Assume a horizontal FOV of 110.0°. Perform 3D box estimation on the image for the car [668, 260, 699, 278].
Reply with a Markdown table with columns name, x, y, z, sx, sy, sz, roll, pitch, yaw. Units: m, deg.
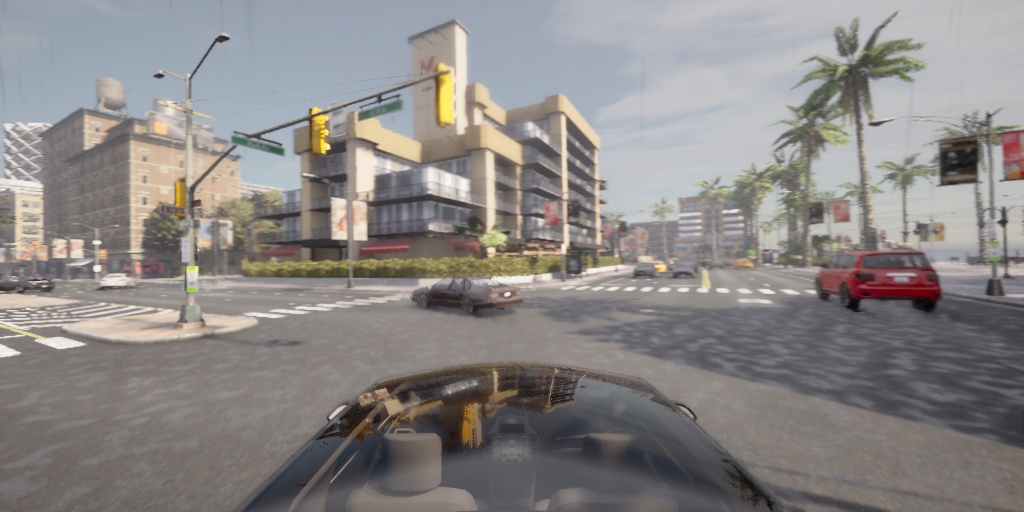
| name | x | y | z | sx | sy | sz | roll | pitch | yaw |
| --- | --- | --- | --- | --- | --- | --- | --- | --- | --- |
| car | 16.468 | 1.354 | 34.293 | 2.033 | 1.411 | 5.357 | -2 | -1 | 28 |

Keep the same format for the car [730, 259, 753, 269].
| name | x | y | z | sx | sy | sz | roll | pitch | yaw |
| --- | --- | --- | --- | --- | --- | --- | --- | --- | --- |
| car | 34.745 | 1.148 | 53.994 | 1.882 | 1.535 | 5.008 | -1 | -1 | 24 |

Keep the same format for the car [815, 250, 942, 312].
| name | x | y | z | sx | sy | sz | roll | pitch | yaw |
| --- | --- | --- | --- | --- | --- | --- | --- | --- | --- |
| car | 13.516 | 0.840 | 13.650 | 2.150 | 2.045 | 5.566 | -2 | -1 | 28 |

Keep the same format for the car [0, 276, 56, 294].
| name | x | y | z | sx | sy | sz | roll | pitch | yaw |
| --- | --- | --- | --- | --- | --- | --- | --- | --- | --- |
| car | -42.774 | 2.467 | 31.234 | 4.902 | 1.511 | 2.128 | -1 | -1 | 6 |

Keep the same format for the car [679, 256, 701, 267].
| name | x | y | z | sx | sy | sz | roll | pitch | yaw |
| --- | --- | --- | --- | --- | --- | --- | --- | --- | --- |
| car | 21.113 | 1.038 | 43.041 | 2.150 | 2.045 | 5.566 | -2 | -1 | 28 |

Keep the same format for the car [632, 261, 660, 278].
| name | x | y | z | sx | sy | sz | roll | pitch | yaw |
| --- | --- | --- | --- | --- | --- | --- | --- | --- | --- |
| car | 13.270 | 1.393 | 35.734 | 1.837 | 1.490 | 4.892 | -2 | -1 | 28 |

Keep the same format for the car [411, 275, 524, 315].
| name | x | y | z | sx | sy | sz | roll | pitch | yaw |
| --- | --- | --- | --- | --- | --- | --- | --- | --- | --- |
| car | -1.996 | 1.494 | 14.700 | 5.357 | 1.411 | 2.033 | -2 | -1 | 43 |

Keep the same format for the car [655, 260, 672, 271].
| name | x | y | z | sx | sy | sz | roll | pitch | yaw |
| --- | --- | --- | --- | --- | --- | --- | --- | --- | --- |
| car | 22.582 | 1.414 | 53.239 | 1.837 | 1.490 | 4.892 | -2 | -1 | 28 |

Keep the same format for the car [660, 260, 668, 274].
| name | x | y | z | sx | sy | sz | roll | pitch | yaw |
| --- | --- | --- | --- | --- | --- | --- | --- | --- | --- |
| car | 17.712 | 1.376 | 44.085 | 1.882 | 1.535 | 5.008 | -2 | -1 | 28 |

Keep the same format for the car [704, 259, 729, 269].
| name | x | y | z | sx | sy | sz | roll | pitch | yaw |
| --- | --- | --- | --- | --- | --- | --- | --- | --- | --- |
| car | 31.579 | 1.301 | 55.482 | 2.033 | 1.411 | 5.357 | -1 | -1 | 24 |

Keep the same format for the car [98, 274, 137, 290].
| name | x | y | z | sx | sy | sz | roll | pitch | yaw |
| --- | --- | --- | --- | --- | --- | --- | --- | --- | --- |
| car | -38.543 | 2.461 | 35.069 | 1.812 | 1.442 | 4.674 | -1 | -1 | -38 |
